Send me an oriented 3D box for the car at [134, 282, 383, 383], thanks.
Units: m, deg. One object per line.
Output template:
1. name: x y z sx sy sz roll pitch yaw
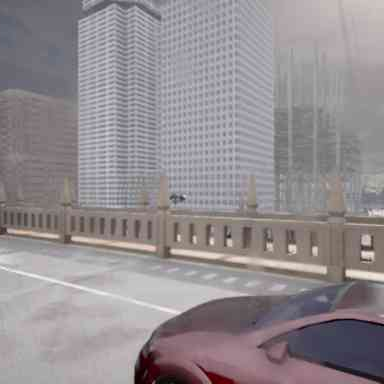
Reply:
1. car: 1.465 1.563 2.929 4.181 1.385 1.994 0 0 35
